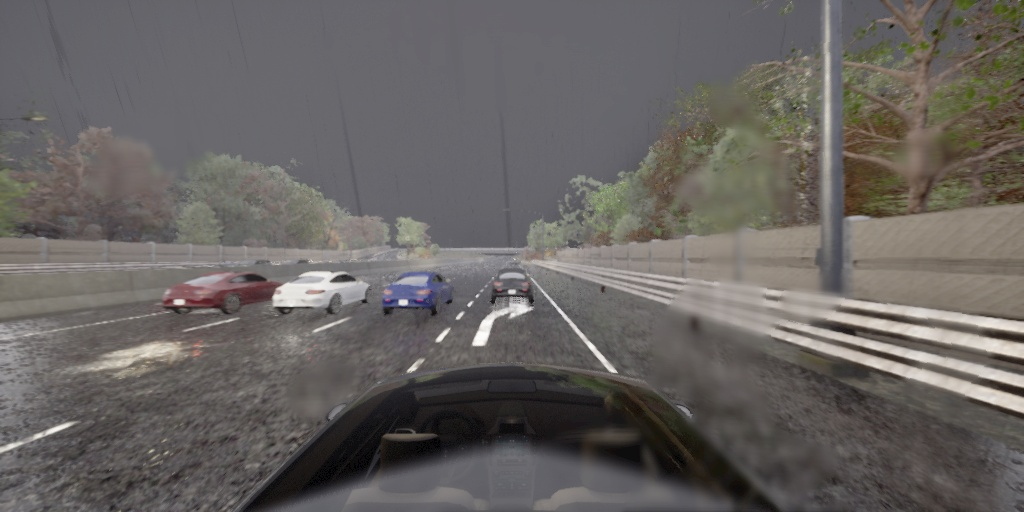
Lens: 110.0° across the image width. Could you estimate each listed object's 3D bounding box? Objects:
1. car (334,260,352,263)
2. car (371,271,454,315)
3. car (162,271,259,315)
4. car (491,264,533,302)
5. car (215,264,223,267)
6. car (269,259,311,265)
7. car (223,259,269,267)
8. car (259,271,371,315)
[{"bbox_3d":[-21.034,1.299,44.411,2.128,1.511,4.902,0,0,0],"label":"car"},{"bbox_3d":[-3.393,1.284,13.501,1.812,1.442,4.674,0,0,0],"label":"car"},{"bbox_3d":[-10.393,1.279,13.509,1.812,1.442,4.674,0,0,0],"label":"car"},{"bbox_3d":[0.006,1.290,16.837,1.812,1.442,4.674,0,0,0],"label":"car"},{"bbox_3d":[-31.535,1.354,40.326,1.994,1.385,4.181,0,0,1],"label":"car"},{"bbox_3d":[-24.543,1.146,40.417,2.097,1.767,4.553,0,0,0],"label":"car"},{"bbox_3d":[-28.043,1.140,38.727,2.097,1.767,4.553,0,0,0],"label":"car"},{"bbox_3d":[-6.907,1.282,13.536,1.812,1.442,4.674,0,0,0],"label":"car"}]
